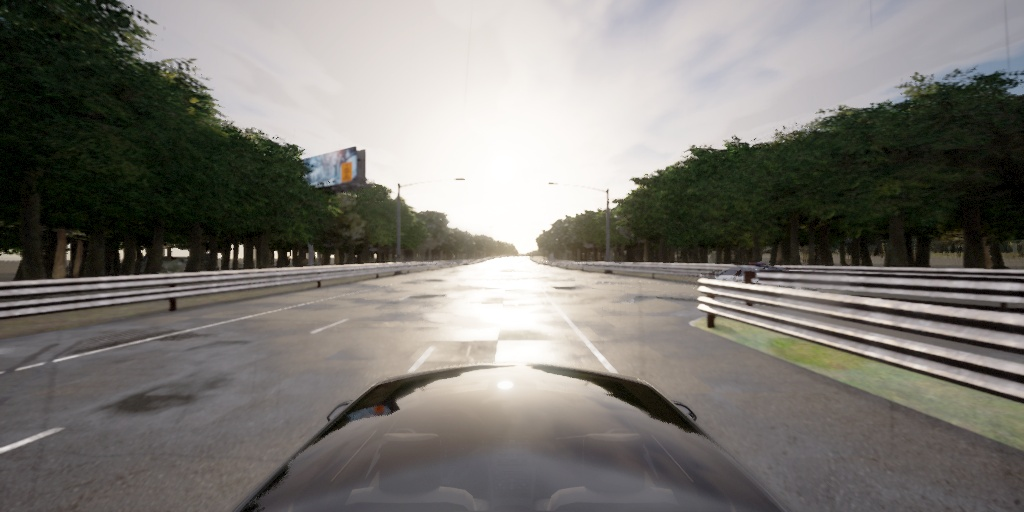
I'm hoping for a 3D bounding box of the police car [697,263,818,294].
[{"bbox_3d":[10.515,1.111,16.115,2.038,1.542,4.974,0,-1,-12],"label":"police car"}]
